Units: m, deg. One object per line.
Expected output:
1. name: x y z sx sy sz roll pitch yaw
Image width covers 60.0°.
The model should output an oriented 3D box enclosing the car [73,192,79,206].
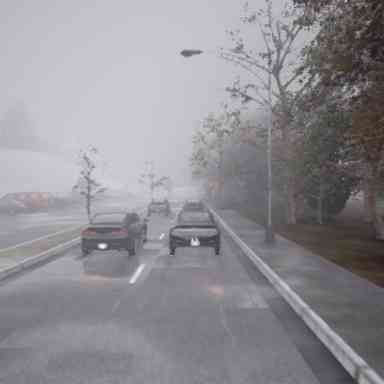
1. car: -16.844 1.165 40.793 4.892 1.521 2.231 -1 1 -20

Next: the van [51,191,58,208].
1. van: -16.750 1.024 34.868 4.442 1.987 1.878 -1 1 -20

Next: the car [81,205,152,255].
1. car: -2.897 1.482 13.186 1.837 1.490 4.892 0 0 0

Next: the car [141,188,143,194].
1. car: -16.812 0.314 91.779 4.674 1.452 2.002 -1 1 -20

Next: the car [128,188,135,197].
1. car: -16.799 0.365 76.772 5.566 2.045 2.435 -1 1 -20

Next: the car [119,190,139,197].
1. car: -16.838 0.379 88.755 4.792 1.488 2.163 -1 2 -20

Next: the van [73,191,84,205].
1. van: -16.959 0.896 43.729 4.442 1.987 1.878 -1 1 -20

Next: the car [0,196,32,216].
1. car: -16.856 1.373 28.858 4.674 1.452 2.002 -1 1 -20

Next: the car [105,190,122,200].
1. car: -16.806 0.839 64.762 4.792 1.488 2.163 -1 1 -20

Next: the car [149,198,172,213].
1. car: -2.895 1.313 30.254 2.128 1.511 4.902 0 1 0

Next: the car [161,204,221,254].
1. car: 0.103 1.468 13.394 2.128 1.511 4.902 0 0 0

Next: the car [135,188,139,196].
1. car: -16.645 0.485 82.829 5.366 1.575 1.946 -1 1 -20

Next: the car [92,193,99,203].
1. car: -16.839 1.071 49.739 4.674 1.452 2.002 -1 1 -20

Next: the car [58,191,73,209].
1. car: -16.831 0.956 37.821 5.566 2.045 2.435 -1 1 -20

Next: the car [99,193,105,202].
1. car: -16.815 1.016 52.757 4.792 1.488 2.163 -1 1 -20

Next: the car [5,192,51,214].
1. car: -16.887 1.044 31.825 5.566 2.045 2.435 -1 1 -20

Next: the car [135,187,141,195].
1. car: -16.843 0.173 85.750 5.566 2.045 2.435 -1 2 -20

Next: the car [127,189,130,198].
1. car: -16.829 0.708 73.758 4.674 1.452 2.002 -1 1 -20

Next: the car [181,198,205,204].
1. car: 0.105 1.326 30.326 1.837 1.490 4.892 0 1 0

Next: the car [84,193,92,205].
1. car: -16.818 0.949 46.765 4.553 1.767 2.185 -1 1 -20

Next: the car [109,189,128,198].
1. car: -16.998 0.718 70.684 5.366 1.575 1.946 -1 1 -20
